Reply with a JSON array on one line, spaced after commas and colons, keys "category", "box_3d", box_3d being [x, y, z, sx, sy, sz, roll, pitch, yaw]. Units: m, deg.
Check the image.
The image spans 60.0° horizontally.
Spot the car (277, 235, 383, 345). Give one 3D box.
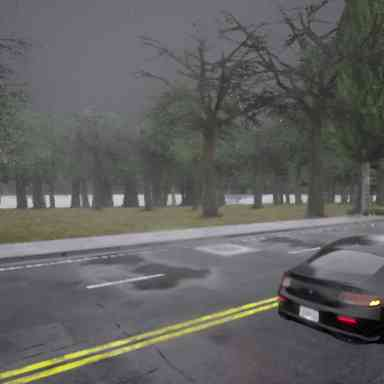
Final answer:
[{"category": "car", "box_3d": [3.486, 1.508, 5.927, 4.674, 1.442, 1.812, 0, 0, -36]}]
